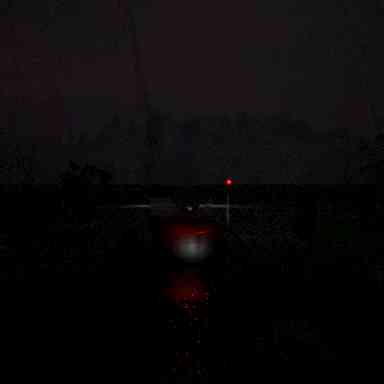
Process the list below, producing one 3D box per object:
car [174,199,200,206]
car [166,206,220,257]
[{"bbox_3d":[-0.398,1.342,27.906,2.097,1.767,4.553,0,0,-6],"label":"car"},{"bbox_3d":[0.038,1.501,12.940,1.837,1.490,4.892,0,0,1],"label":"car"}]
